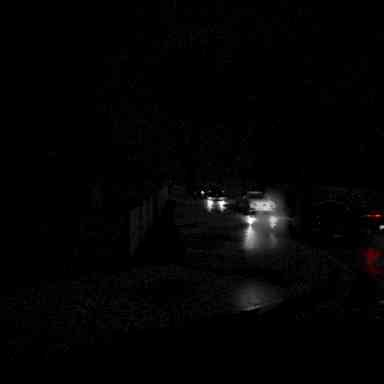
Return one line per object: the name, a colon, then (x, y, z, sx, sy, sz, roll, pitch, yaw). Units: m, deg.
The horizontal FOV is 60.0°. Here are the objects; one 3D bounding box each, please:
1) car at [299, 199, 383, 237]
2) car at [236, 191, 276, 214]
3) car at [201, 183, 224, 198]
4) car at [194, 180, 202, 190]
car: (6.875, 1.048, 15.405, 2.128, 1.511, 4.902, 0, 3, -15)
car: (4.375, 0.669, 23.359, 1.812, 1.442, 4.674, 1, 3, -6)
car: (2.626, -0.074, 40.317, 1.895, 1.301, 4.718, 1, 3, -6)
car: (0.931, -1.120, 57.653, 2.097, 1.767, 4.553, 1, 2, -6)
